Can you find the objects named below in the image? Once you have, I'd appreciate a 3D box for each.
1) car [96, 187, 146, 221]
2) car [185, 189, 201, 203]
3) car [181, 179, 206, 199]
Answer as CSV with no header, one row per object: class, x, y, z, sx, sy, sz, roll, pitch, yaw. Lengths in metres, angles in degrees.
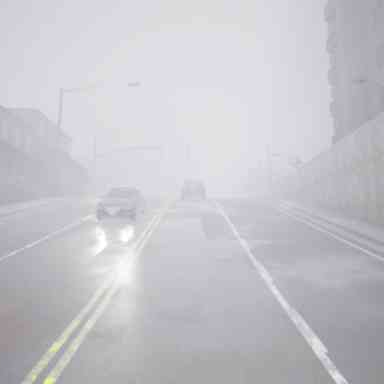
car,-3.588,0.521,17.389,2.128,1.511,4.902,0,4,0
car,0.038,0.545,40.815,1.895,1.301,4.718,0,-6,-1
car,0.114,-0.296,29.141,2.097,1.767,4.553,0,1,0
